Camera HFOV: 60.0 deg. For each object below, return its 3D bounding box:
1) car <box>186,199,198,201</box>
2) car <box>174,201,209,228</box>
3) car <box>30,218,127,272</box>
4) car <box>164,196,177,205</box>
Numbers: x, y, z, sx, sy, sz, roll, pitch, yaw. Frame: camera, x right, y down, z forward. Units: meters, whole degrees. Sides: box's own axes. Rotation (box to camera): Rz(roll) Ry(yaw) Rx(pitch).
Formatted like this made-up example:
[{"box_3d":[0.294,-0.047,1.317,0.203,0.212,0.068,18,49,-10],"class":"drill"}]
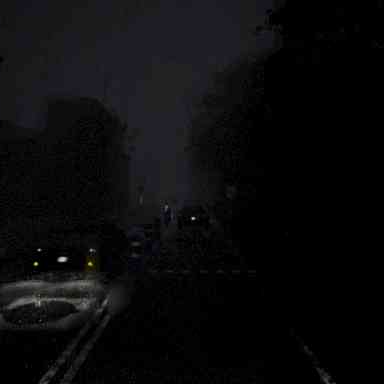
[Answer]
[{"box_3d":[-0.019,1.506,41.882,1.895,1.301,4.718,0,0,0],"class":"car"},{"box_3d":[0.067,1.536,21.782,1.994,1.385,4.181,0,0,0],"class":"car"},{"box_3d":[-3.357,1.558,10.626,1.994,1.385,4.181,0,0,0],"class":"car"},{"box_3d":[-3.526,1.340,54.691,2.128,1.511,4.902,0,0,0],"class":"car"}]
